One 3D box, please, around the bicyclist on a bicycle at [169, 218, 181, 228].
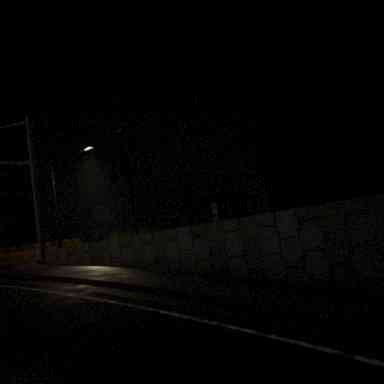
[{"bbox_3d":[-1.339,2.917,27.294,1.656,1.620,0.582,-14,-8,36],"label":"bicyclist on a bicycle"}]
